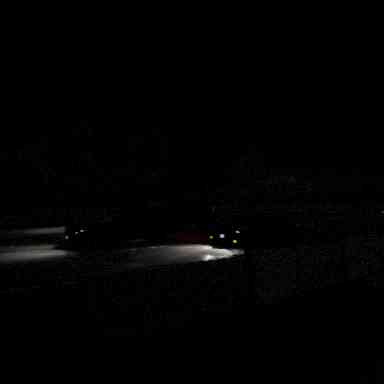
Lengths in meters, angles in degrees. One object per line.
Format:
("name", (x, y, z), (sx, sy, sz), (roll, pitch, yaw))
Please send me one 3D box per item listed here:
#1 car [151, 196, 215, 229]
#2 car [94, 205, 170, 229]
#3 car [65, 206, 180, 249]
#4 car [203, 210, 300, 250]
("car", (-1.087, 1.256, 20.418), (5.566, 2.045, 2.150), (0, 0, -36))
("car", (-4.031, 1.630, 22.616), (4.718, 1.301, 1.895), (0, 0, -36))
("car", (-3.108, 1.541, 14.675), (4.674, 1.442, 1.812), (0, 0, -36))
("car", (2.842, 1.599, 14.621), (4.181, 1.385, 1.994), (0, 0, -35))
